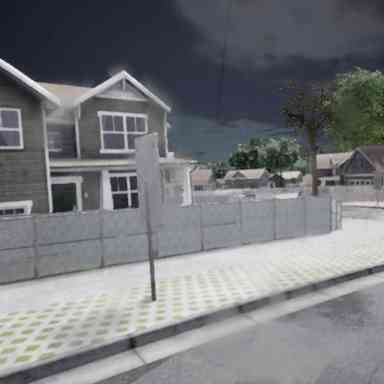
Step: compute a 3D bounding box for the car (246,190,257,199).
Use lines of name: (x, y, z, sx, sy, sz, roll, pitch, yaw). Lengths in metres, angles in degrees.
car: (10.531, 0.427, 59.282, 1.837, 1.490, 4.892, -3, 1, 11)
